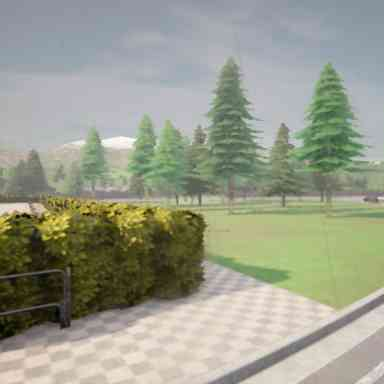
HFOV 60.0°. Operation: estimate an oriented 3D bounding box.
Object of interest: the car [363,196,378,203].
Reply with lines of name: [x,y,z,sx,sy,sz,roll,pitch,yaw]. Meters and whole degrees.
car: [35.606,1.459,66.387,2.128,1.511,4.902,0,0,14]
